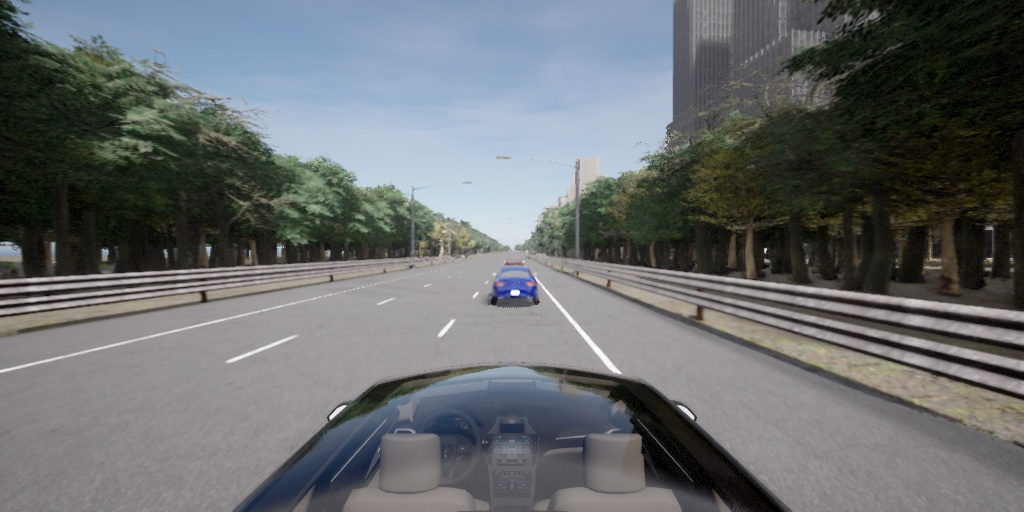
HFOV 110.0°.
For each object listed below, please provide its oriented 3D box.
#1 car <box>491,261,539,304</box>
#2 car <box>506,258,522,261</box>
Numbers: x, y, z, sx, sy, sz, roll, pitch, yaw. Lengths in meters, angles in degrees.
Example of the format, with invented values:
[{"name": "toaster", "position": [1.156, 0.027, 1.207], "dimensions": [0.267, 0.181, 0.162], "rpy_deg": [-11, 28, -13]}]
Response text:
[{"name": "car", "position": [0.123, 1.138, 15.282], "dimensions": [1.812, 1.442, 4.674], "rpy_deg": [0, 1, 0]}, {"name": "car", "position": [0.189, 0.897, 34.203], "dimensions": [1.882, 1.535, 5.008], "rpy_deg": [0, 1, 0]}]
